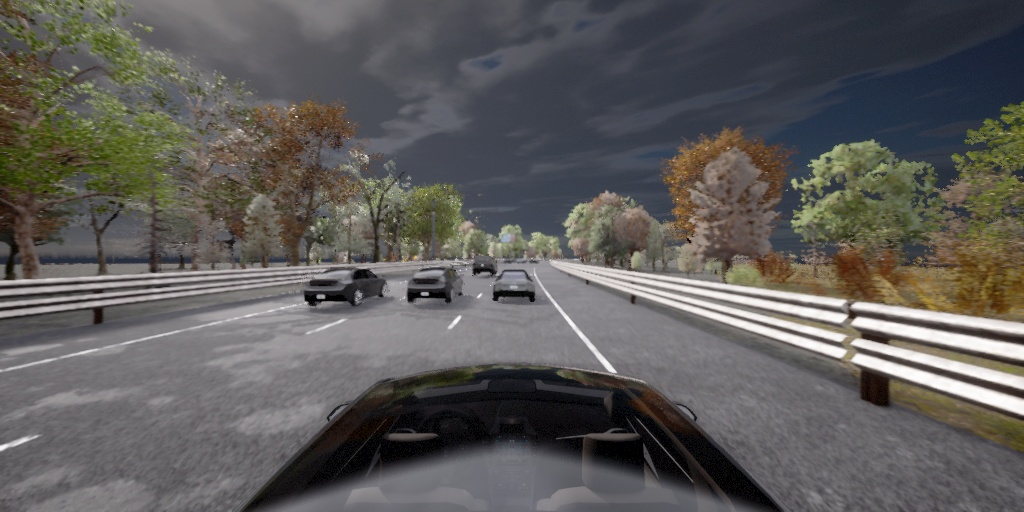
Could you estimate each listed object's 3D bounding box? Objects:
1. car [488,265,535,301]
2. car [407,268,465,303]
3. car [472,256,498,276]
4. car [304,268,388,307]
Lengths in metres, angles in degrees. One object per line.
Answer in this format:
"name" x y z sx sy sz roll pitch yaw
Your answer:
"car" 0.116 1.334 17.718 1.994 1.385 4.181 0 0 1
"car" -3.407 1.263 16.613 1.837 1.490 4.892 0 0 1
"car" -2.780 1.014 37.660 2.150 2.045 5.566 0 0 2
"car" -6.926 1.249 15.494 1.837 1.490 4.892 0 0 1
